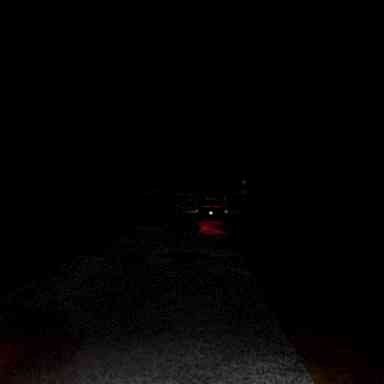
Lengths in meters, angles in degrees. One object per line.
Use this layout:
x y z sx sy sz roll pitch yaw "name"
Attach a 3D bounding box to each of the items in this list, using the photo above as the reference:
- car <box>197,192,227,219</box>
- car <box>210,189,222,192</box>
1.445 1.028 24.319 1.837 1.490 4.892 0 3 5 "car"
3.028 0.363 41.833 2.128 1.511 4.902 0 2 6 "car"
